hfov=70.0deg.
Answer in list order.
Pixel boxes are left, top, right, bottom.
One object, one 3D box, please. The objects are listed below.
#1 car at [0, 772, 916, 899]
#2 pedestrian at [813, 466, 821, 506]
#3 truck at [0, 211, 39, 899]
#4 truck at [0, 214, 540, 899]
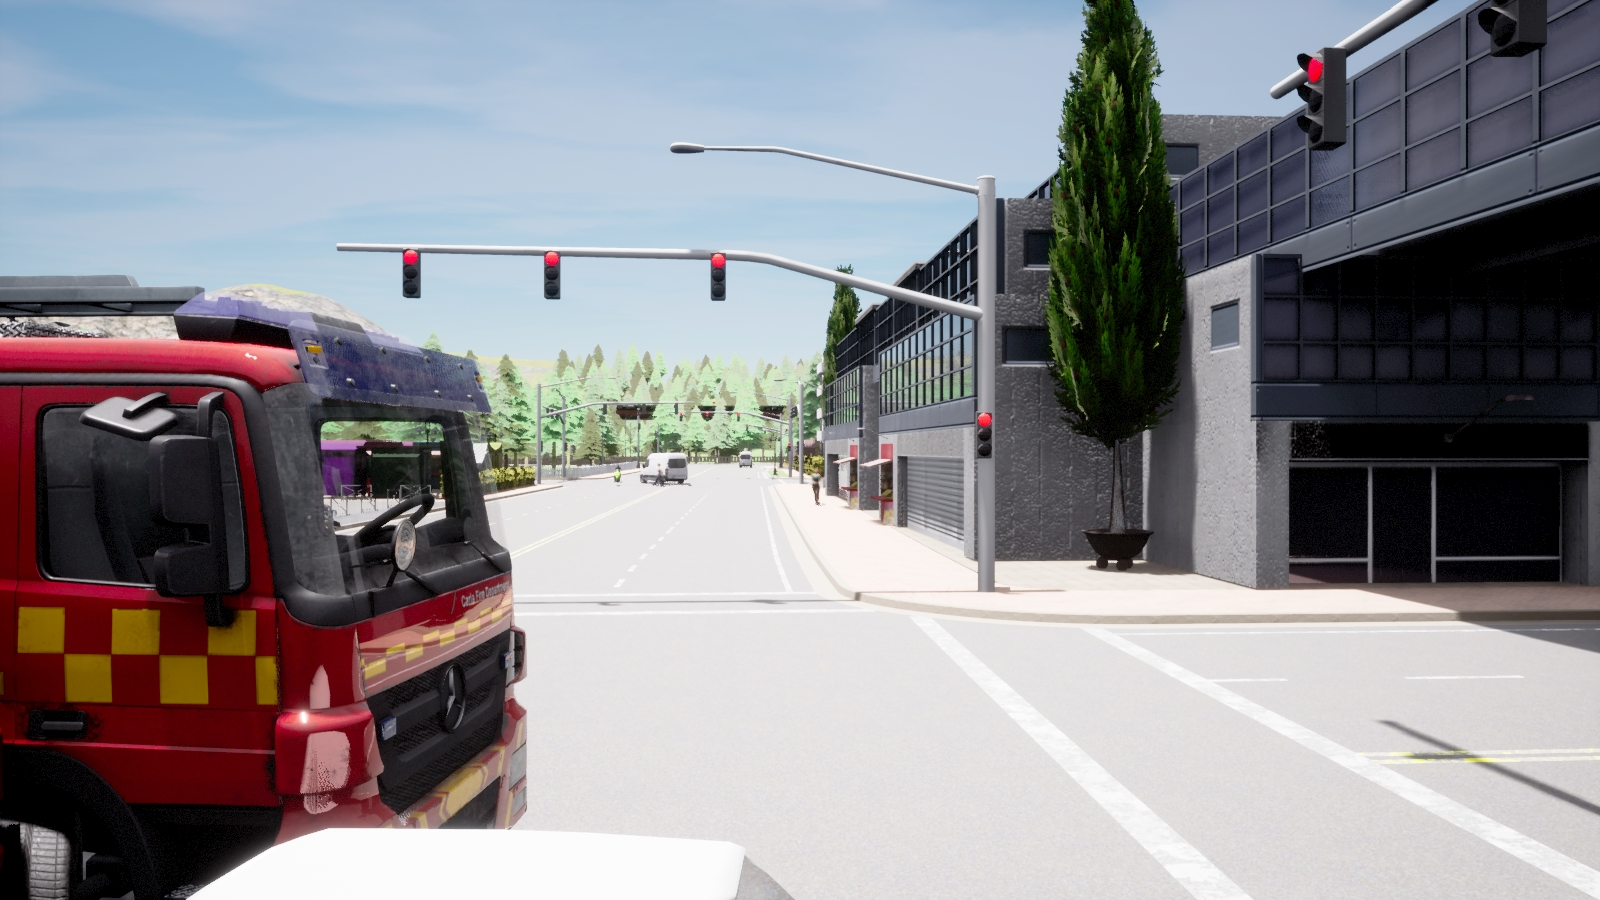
[{"bbox_3d":[-1.549,2.065,3.579,3.806,1.475,1.970,0,0,5],"label":"car"},{"bbox_3d":[0.795,1.696,54.192,0.375,1.860,0.375,0,0,0],"label":"pedestrian"},{"bbox_3d":[-7.587,0.890,3.490,8.468,3.827,2.891,0,0,-3],"label":"truck"},{"bbox_3d":[-6.102,0.890,6.659,8.468,3.827,2.891,0,0,4],"label":"truck"}]
